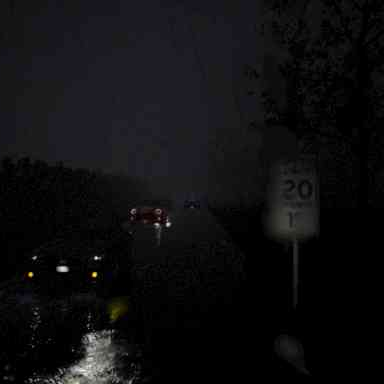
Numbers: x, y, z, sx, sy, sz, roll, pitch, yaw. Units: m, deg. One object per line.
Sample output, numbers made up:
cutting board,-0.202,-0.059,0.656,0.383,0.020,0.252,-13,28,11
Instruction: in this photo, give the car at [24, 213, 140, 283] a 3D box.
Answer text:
car,-2.855,1.501,9.320,1.994,1.385,4.181,0,0,0

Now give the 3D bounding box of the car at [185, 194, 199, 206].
car,-0.015,1.116,48.270,1.882,1.535,5.008,0,1,0

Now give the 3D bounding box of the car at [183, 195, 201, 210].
car,0.034,1.325,37.802,1.895,1.301,4.718,0,0,1

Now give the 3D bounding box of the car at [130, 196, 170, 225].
car,-2.853,1.192,22.545,2.097,1.767,4.553,0,0,0

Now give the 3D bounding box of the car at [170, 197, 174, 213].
car,-2.836,1.245,33.919,2.128,1.511,4.902,0,0,0
